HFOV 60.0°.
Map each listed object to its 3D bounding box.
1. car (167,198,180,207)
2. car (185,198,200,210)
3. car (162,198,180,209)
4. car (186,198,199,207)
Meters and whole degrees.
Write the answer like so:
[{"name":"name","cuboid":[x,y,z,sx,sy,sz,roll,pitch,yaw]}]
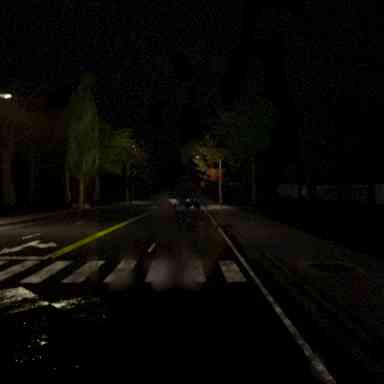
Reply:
[{"name":"car","cuboid":[-3.149,1.778,57.459,2.033,1.411,5.357,0,0,0]},{"name":"car","cuboid":[0.080,1.639,46.149,1.837,1.490,4.892,0,-1,0]},{"name":"car","cuboid":[-3.168,1.744,47.355,1.895,1.301,4.718,0,-1,0]},{"name":"car","cuboid":[0.099,1.716,56.580,2.128,1.511,4.902,0,0,0]}]
